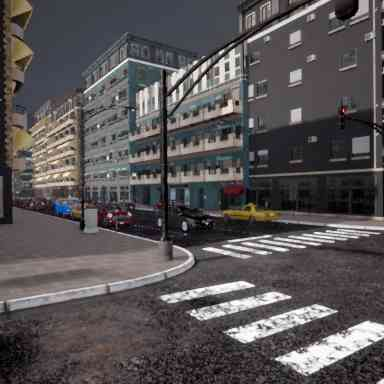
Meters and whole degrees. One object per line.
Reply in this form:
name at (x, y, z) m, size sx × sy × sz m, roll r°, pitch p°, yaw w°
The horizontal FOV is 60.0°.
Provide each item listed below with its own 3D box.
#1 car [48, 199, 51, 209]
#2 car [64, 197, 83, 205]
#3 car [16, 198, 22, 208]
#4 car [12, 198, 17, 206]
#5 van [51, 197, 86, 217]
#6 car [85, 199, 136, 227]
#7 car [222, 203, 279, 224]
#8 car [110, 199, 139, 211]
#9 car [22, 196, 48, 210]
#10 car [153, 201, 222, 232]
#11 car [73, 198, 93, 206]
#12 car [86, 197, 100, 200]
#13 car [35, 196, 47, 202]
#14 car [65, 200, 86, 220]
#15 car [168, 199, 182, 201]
car at (-20.155, 1.697, 48.597) m, size 2.033 × 1.411 × 5.357 m, roll -1°, pitch 0°, yaw -35°
car at (-21.525, 1.645, 60.325) m, size 2.008 × 1.369 × 4.403 m, roll -1°, pitch 1°, yaw -35°
car at (-25.132, 1.770, 50.954) m, size 1.947 × 1.339 × 4.313 m, roll -1°, pitch 1°, yaw -35°
car at (-31.560, 1.782, 59.965) m, size 1.887 × 1.381 × 4.507 m, roll -1°, pitch 1°, yaw -35°
van at (-12.280, 1.483, 32.930) m, size 1.690 × 1.788 × 3.998 m, roll -1°, pitch 1°, yaw -35°
car at (-5.851, 1.553, 23.921) m, size 1.967 × 1.590 × 4.097 m, roll -1°, pitch 1°, yaw -35°
car at (4.087, 1.498, 24.420) m, size 1.752 × 1.417 × 4.829 m, roll -1°, pitch 1°, yaw -35°
car at (-8.669, 1.581, 42.303) m, size 2.008 × 1.369 × 4.403 m, roll -1°, pitch 1°, yaw -35°
car at (-21.921, 1.628, 46.448) m, size 1.967 × 1.590 × 4.097 m, roll -1°, pitch 1°, yaw -35°
car at (-0.553, 1.564, 20.956) m, size 1.837 × 1.490 × 4.892 m, roll -1°, pitch 1°, yaw -35°
car at (-18.311, 1.644, 55.819) m, size 1.947 × 1.339 × 4.313 m, roll -1°, pitch 1°, yaw -35°
car at (-15.099, 1.502, 51.313) m, size 1.967 × 1.590 × 4.097 m, roll -1°, pitch 1°, yaw -35°
car at (-37.594, 1.728, 82.853) m, size 1.887 × 1.381 × 4.507 m, roll -1°, pitch 1°, yaw -35°
car at (-8.965, 1.652, 28.288) m, size 1.752 × 1.417 × 4.829 m, roll -1°, pitch 1°, yaw -35°
car at (-2.243, 1.441, 33.291) m, size 1.967 × 1.590 × 4.097 m, roll -1°, pitch 1°, yaw -35°
